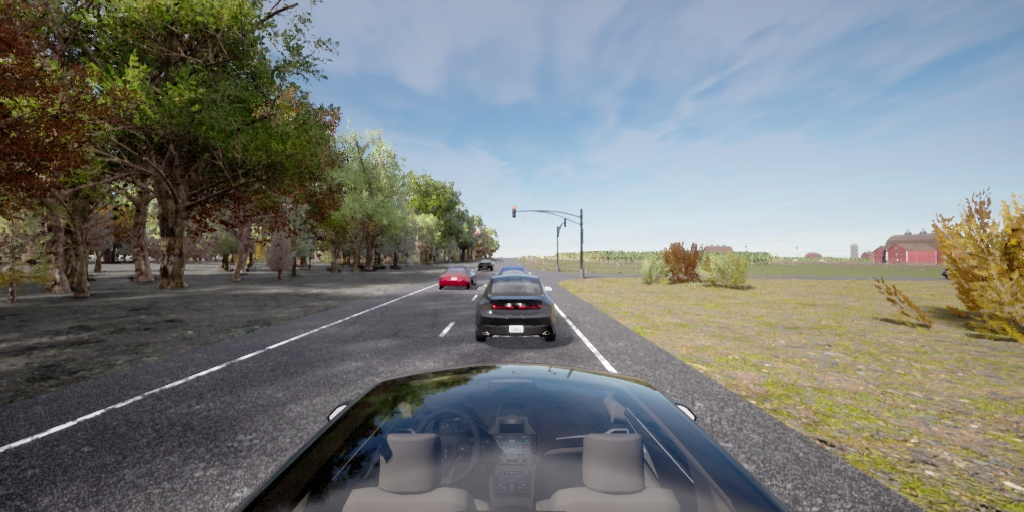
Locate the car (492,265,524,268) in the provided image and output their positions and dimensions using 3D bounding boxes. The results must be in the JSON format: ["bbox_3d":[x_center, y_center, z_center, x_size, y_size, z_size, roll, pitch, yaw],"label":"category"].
[{"bbox_3d":[0.076,1.278,19.042,1.812,1.442,4.674,0,0,0],"label":"car"}]

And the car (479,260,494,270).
[{"bbox_3d":[-3.509,1.229,48.990,1.882,1.535,5.008,0,0,0],"label":"car"}]

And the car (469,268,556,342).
[{"bbox_3d":[0.081,1.256,9.793,1.837,1.490,4.892,0,0,0],"label":"car"}]

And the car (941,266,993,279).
[{"bbox_3d":[48.434,1.765,37.793,4.902,1.511,2.128,1,-1,0],"label":"car"}]

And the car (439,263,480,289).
[{"bbox_3d":[-3.448,1.317,23.274,1.994,1.385,4.181,0,0,0],"label":"car"}]
